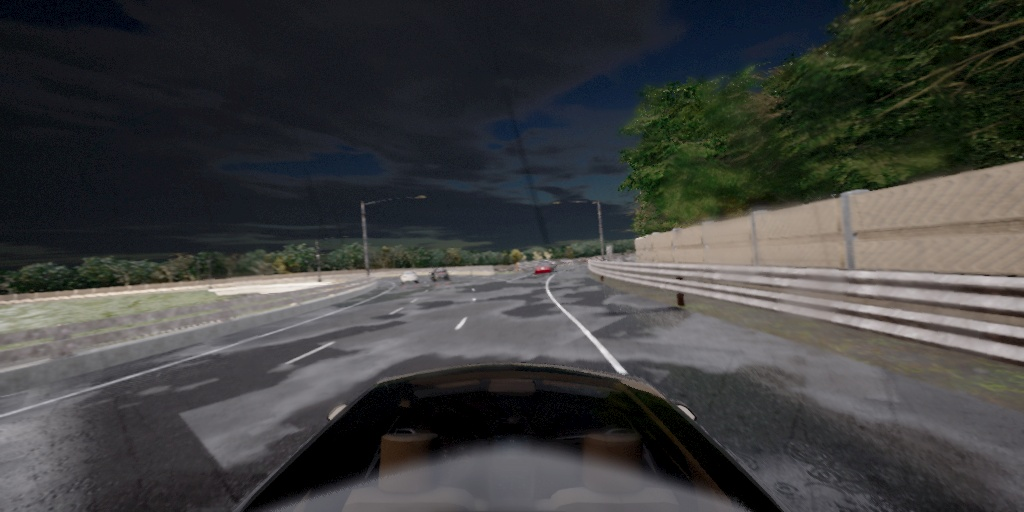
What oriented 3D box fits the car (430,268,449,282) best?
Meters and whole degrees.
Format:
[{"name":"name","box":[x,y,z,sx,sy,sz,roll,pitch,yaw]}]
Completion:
[{"name":"car","box":[-8.829,2.264,43.506,2.128,1.511,4.902,-4,-1,-18]}]

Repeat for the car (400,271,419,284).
[{"name":"car","box":[-12.545,2.594,43.669,1.812,1.442,4.674,-4,-1,-19]}]

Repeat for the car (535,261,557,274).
[{"name":"car","box":[3.914,1.310,41.681,1.994,1.385,4.181,-5,0,15]}]
